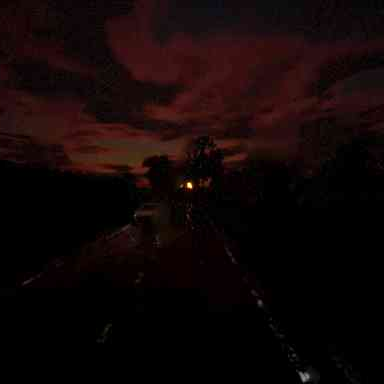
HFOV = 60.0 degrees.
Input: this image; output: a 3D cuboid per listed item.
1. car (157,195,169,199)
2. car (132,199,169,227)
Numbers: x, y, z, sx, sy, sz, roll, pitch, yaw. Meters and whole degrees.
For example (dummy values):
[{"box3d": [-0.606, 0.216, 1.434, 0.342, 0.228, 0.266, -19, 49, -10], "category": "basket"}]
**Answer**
[{"box3d": [-5.660, 1.299, 64.435, 2.097, 1.767, 4.553, 0, 0, -9], "category": "car"}, {"box3d": [-2.860, 1.471, 22.947, 1.882, 1.535, 5.008, 0, 0, 0], "category": "car"}]
